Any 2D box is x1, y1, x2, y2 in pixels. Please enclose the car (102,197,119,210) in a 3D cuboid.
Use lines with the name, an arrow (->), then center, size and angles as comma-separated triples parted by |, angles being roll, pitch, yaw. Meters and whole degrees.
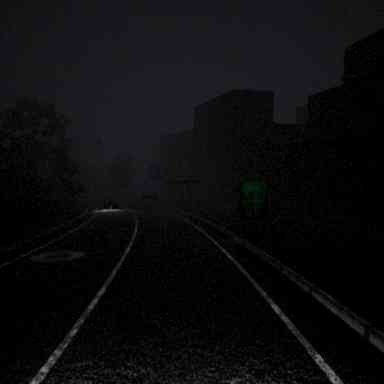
car -> -10.098, 1.368, 40.924 | 2.033, 1.411, 5.357 | -2, 1, -17

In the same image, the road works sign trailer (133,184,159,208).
road works sign trailer -> -5.543, 0.512, 39.448 | 2.380, 2.880, 3.560 | -2, 1, -23
